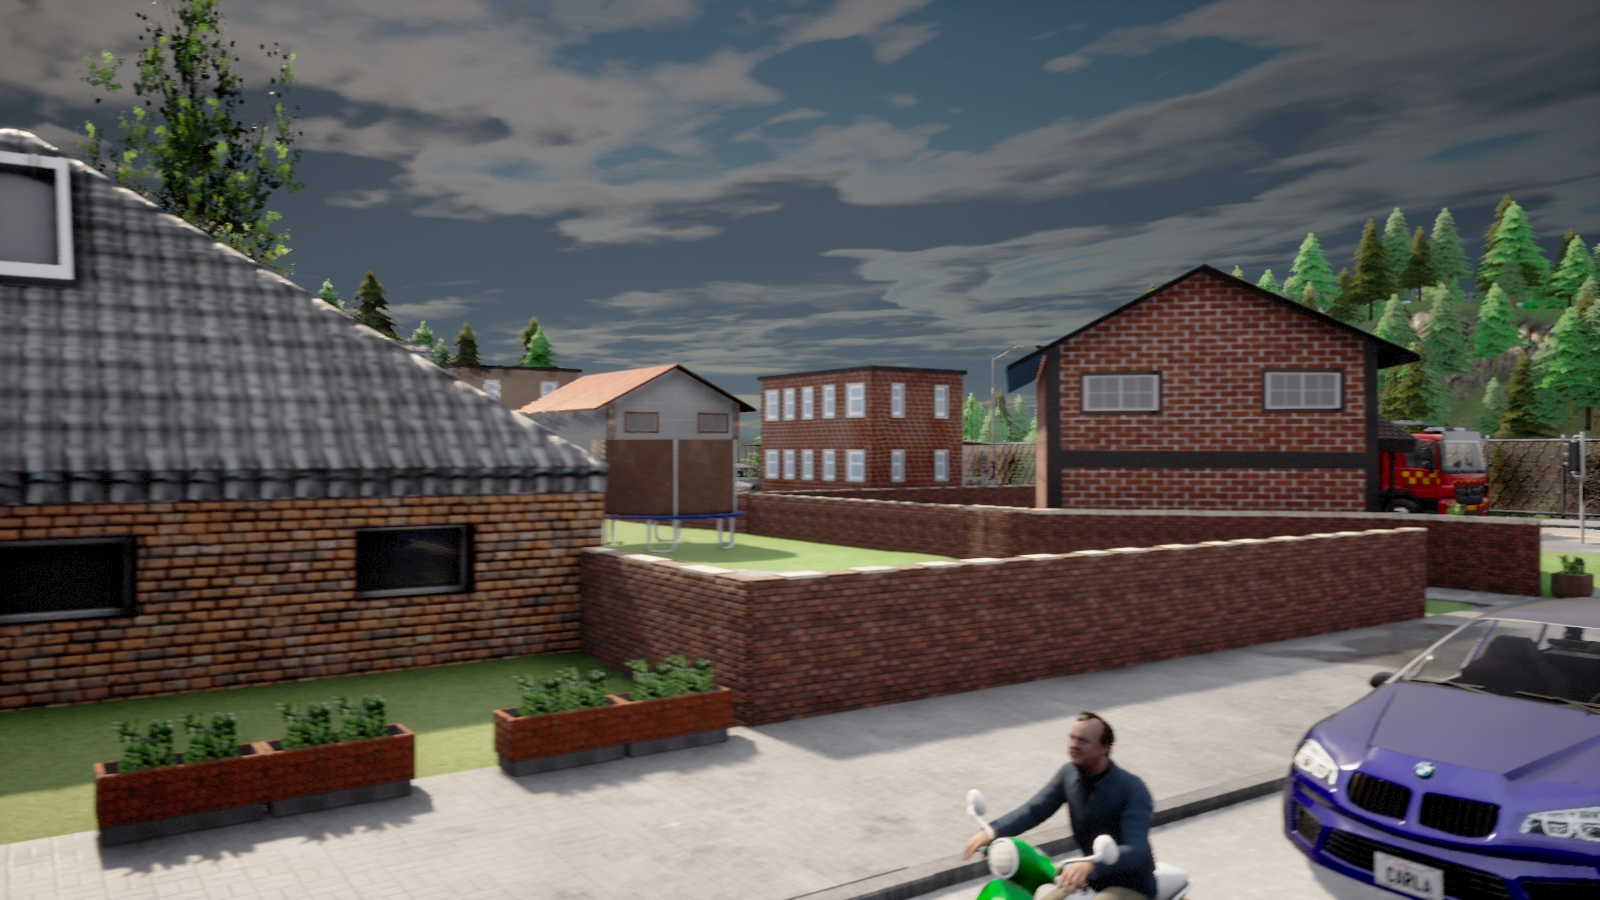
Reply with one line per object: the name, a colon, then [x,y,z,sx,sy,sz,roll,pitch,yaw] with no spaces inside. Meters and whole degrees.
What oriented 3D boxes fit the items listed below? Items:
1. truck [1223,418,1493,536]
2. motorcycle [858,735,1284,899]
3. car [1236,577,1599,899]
truck: [19.863,0.882,41.327,2.891,3.827,8.468,0,0,-34]
motorcycle: [1.237,2.141,5.085,1.805,1.316,0.856,0,0,-35]
car: [5.413,1.966,7.924,4.611,1.667,2.242,0,0,-34]
